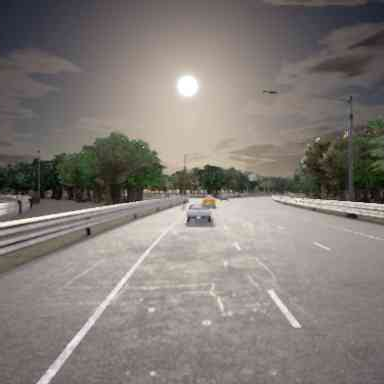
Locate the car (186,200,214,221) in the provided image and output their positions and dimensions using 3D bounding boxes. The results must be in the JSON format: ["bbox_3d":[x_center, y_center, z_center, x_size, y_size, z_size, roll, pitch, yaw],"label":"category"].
[{"bbox_3d":[0.640,1.584,26.840,1.895,1.301,4.718,0,0,3],"label":"car"}]

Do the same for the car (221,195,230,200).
[{"bbox_3d":[8.887,1.491,88.695,1.994,1.385,4.181,0,0,12],"label":"car"}]

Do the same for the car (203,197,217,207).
[{"bbox_3d":[2.695,1.445,50.698,1.882,1.535,5.008,0,0,7],"label":"car"}]
